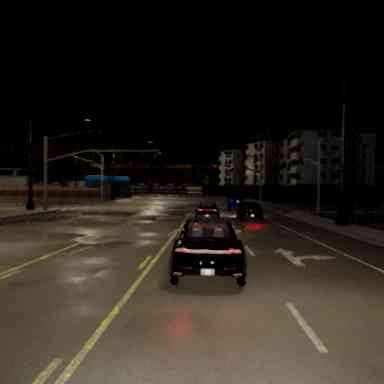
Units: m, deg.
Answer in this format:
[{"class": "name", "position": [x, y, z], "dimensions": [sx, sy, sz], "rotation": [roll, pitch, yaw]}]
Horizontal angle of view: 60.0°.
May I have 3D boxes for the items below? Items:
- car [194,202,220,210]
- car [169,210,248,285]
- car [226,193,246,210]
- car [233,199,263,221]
[{"class": "car", "position": [1.211, 1.523, 26.708], "dimensions": [2.128, 1.511, 4.902], "rotation": [1, 0, 2]}, {"class": "car", "position": [0.450, 1.514, 9.600], "dimensions": [2.128, 1.511, 4.902], "rotation": [1, 0, 3]}, {"class": "car", "position": [5.484, 1.181, 41.039], "dimensions": [2.150, 2.045, 5.566], "rotation": [1, 1, 5]}, {"class": "car", "position": [4.771, 1.579, 28.027], "dimensions": [1.837, 1.490, 4.892], "rotation": [1, -1, 2]}]
